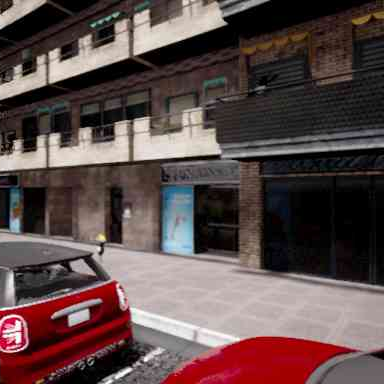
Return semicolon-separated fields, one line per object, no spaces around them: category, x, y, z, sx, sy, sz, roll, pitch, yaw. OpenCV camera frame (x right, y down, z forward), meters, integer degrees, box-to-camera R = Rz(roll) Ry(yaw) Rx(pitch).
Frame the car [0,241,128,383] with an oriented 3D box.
car;-2.866;1.457;4.916;4.097;1.590;1.967;0;0;35

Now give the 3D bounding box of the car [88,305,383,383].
car;1.718;1.543;1.648;4.507;1.381;1.887;0;0;35
